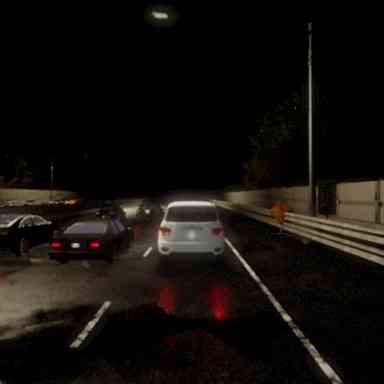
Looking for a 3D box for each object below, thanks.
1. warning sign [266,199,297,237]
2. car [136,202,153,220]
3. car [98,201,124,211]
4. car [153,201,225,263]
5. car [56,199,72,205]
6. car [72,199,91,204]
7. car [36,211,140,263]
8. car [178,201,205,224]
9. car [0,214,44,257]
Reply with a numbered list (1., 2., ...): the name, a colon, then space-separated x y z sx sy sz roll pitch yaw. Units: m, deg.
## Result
1. warning sign: 4.529 1.294 16.912 1.300 1.860 1.060 0 -1 0
2. car: -3.506 1.653 28.438 2.097 1.767 4.553 0 -1 0
3. car: -7.004 1.832 28.893 1.812 1.442 4.674 0 0 0
4. car: -0.003 1.358 12.628 2.150 2.045 5.566 0 0 0
5. car: -24.552 2.066 64.546 2.097 1.767 4.553 0 -1 0
6. car: -21.053 2.211 64.591 1.837 1.490 4.892 0 0 0
7. car: -3.503 1.680 12.522 2.033 1.411 5.357 0 -1 0
8. car: -0.007 1.653 28.440 2.097 1.767 4.553 0 -1 0
9. car: -6.996 1.635 13.505 2.128 1.511 4.902 0 0 0
